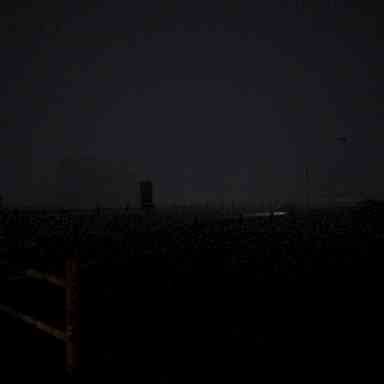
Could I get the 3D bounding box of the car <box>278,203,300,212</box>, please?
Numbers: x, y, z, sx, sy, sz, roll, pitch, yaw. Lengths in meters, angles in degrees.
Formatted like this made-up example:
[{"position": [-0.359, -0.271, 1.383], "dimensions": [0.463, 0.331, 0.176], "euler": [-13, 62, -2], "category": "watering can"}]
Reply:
[{"position": [14.403, 2.316, 49.602], "dimensions": [1.895, 1.301, 4.718], "euler": [-1, -1, 36], "category": "car"}]
